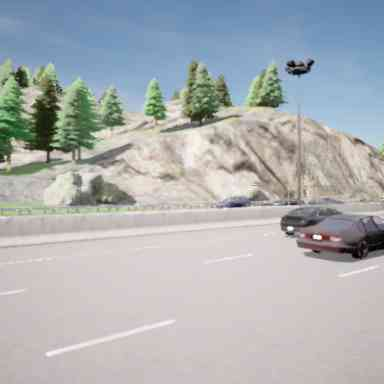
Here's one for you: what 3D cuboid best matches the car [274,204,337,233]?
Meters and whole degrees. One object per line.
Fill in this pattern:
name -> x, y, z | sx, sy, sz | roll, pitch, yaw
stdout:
car -> 6.600, 1.487, 17.051 | 4.892, 1.490, 1.837 | 0, 0, -36

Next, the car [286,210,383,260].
car -> 6.174, 1.534, 12.425 | 5.357, 1.411, 2.033 | 0, 0, -36

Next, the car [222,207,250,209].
car -> 5.272, 1.321, 42.113 | 4.553, 1.767, 2.097 | 0, 0, -35

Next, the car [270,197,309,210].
car -> 12.657, 1.452, 43.065 | 4.902, 1.511, 2.128 | 0, 0, -35

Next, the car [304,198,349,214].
car -> 14.489, 1.455, 35.789 | 4.902, 1.511, 2.128 | 0, 0, -35
